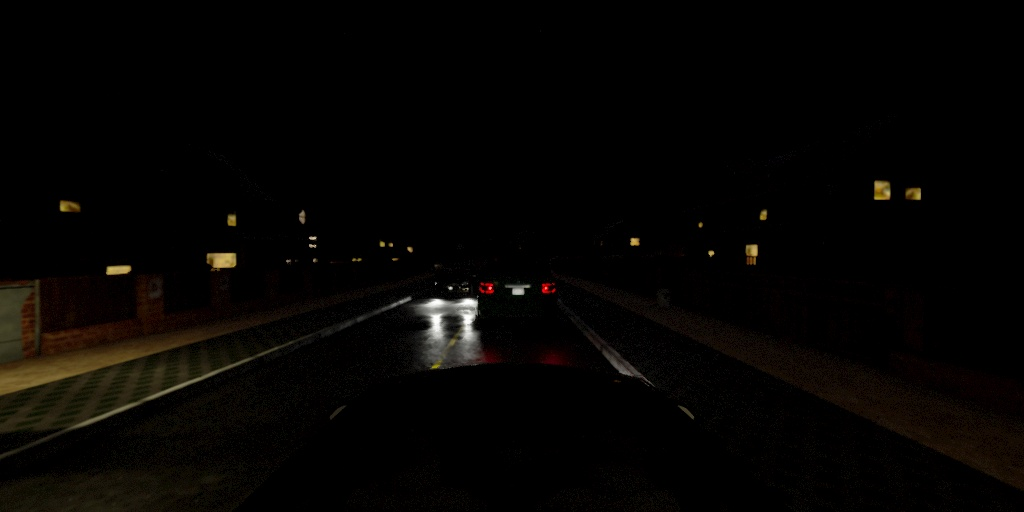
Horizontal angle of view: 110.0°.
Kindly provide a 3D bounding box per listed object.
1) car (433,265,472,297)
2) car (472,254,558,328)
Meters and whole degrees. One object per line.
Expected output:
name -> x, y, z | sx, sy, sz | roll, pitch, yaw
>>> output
car -> -2.904, 1.258, 19.179 | 1.837, 1.490, 4.892 | 0, 0, -1
car -> 0.120, 0.971, 11.506 | 2.150, 2.045, 5.566 | 0, 0, -1
